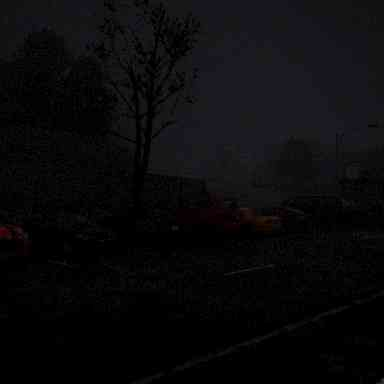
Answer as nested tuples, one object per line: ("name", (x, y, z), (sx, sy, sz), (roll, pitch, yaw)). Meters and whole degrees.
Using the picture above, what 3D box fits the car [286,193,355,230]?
("car", (7.193, 1.266, 21.676), (5.566, 2.045, 2.435), (-1, -1, 35))

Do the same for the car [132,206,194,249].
("car", (-2.597, 1.526, 14.706), (4.792, 1.488, 2.163), (-1, -1, 34))

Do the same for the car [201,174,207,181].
("car", (5.175, -3.842, 89.733), (2.185, 1.767, 4.553), (6, 3, 34))

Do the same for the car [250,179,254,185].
("car", (15.685, -2.035, 75.048), (2.002, 1.452, 4.674), (7, 3, 35))

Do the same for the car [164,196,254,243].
("car", (-0.155, 1.250, 16.455), (5.566, 2.045, 2.435), (-1, -1, 34))

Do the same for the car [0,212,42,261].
("car", (-7.480, 1.367, 11.229), (4.553, 1.767, 2.185), (-1, -1, 34))

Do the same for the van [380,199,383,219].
("van", (12.241, 1.301, 25.057), (4.442, 1.987, 1.878), (-1, -1, 35))

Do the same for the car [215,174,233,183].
("car", (8.826, -3.167, 85.012), (1.946, 1.575, 5.366), (7, 3, 34))

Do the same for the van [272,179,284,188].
("van", (19.097, -1.755, 70.000), (1.878, 1.987, 4.442), (7, 4, 35))

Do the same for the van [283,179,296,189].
("van", (20.829, -1.482, 67.531), (1.878, 1.987, 4.442), (7, 4, 35))

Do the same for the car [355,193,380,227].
("car", (9.704, 1.271, 23.384), (5.566, 2.045, 2.435), (-1, -1, 35))

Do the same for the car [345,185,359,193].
("car", (27.811, -0.418, 57.791), (2.435, 2.045, 5.566), (7, 3, 35))

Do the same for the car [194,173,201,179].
("car", (3.442, -4.076, 92.201), (2.185, 1.767, 4.553), (4, 1, 33))

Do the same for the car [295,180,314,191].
("car", (22.592, -0.984, 65.170), (2.231, 1.521, 4.892), (7, 3, 35))

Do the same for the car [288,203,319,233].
("car", (4.768, 1.552, 19.915), (4.674, 1.452, 2.002), (-1, -1, 35))

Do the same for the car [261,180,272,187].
("car", (17.520, -1.803, 72.729), (1.946, 1.575, 5.366), (7, 3, 35))

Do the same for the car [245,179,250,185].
("car", (13.940, -2.308, 77.508), (2.002, 1.452, 4.674), (7, 3, 35))

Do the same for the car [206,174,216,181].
("car", (6.972, -3.690, 87.269), (2.435, 2.045, 5.566), (7, 3, 34))

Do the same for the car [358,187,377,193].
("car", (29.505, 0.145, 55.320), (2.002, 1.452, 4.674), (7, 3, 35))

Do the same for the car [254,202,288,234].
("car", (2.163, 1.506, 18.285), (5.366, 1.575, 1.946), (-1, -1, 35))

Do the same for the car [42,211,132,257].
("car", (-5.015, 1.495, 12.957), (4.892, 1.521, 2.231), (-1, -1, 34))

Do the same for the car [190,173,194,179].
("car", (1.668, -4.353, 94.546), (2.435, 2.045, 5.566), (1, -1, 34))
